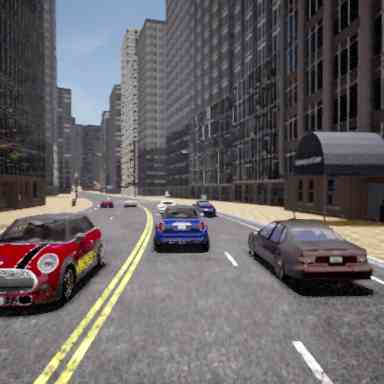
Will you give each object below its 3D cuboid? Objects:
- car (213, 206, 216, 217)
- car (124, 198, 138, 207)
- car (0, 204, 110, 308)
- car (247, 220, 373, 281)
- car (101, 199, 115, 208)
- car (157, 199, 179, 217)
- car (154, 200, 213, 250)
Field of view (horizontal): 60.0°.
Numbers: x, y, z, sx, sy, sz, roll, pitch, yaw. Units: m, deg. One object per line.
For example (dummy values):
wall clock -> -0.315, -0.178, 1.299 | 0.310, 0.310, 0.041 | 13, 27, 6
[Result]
car -> 0.984, 1.530, 31.308 | 1.994, 1.385, 4.181 | 0, 0, -8
car -> -9.100, 1.576, 49.193 | 1.895, 1.301, 4.718 | 0, 0, -13
car -> -3.614, 1.356, 8.185 | 2.097, 1.767, 4.553 | 0, 0, -3
car -> 3.048, 1.534, 9.826 | 2.033, 1.411, 5.357 | 0, 0, -3
car -> -12.223, 1.596, 48.258 | 1.895, 1.301, 4.718 | 0, 0, -13
car -> -2.415, 1.505, 32.206 | 1.812, 1.442, 4.674 | 0, 0, -8
car -> -0.520, 1.345, 14.582 | 2.097, 1.767, 4.553 | 0, 0, -4
